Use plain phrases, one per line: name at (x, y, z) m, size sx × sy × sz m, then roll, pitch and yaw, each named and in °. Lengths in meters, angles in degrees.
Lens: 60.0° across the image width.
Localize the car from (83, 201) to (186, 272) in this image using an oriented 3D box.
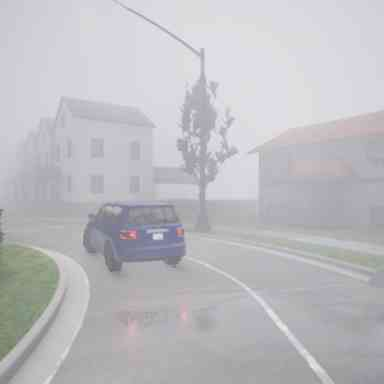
car at (-2.177, 1.313, 11.446) m, size 2.150 × 2.045 × 5.566 m, roll 0°, pitch 0°, yaw -28°
